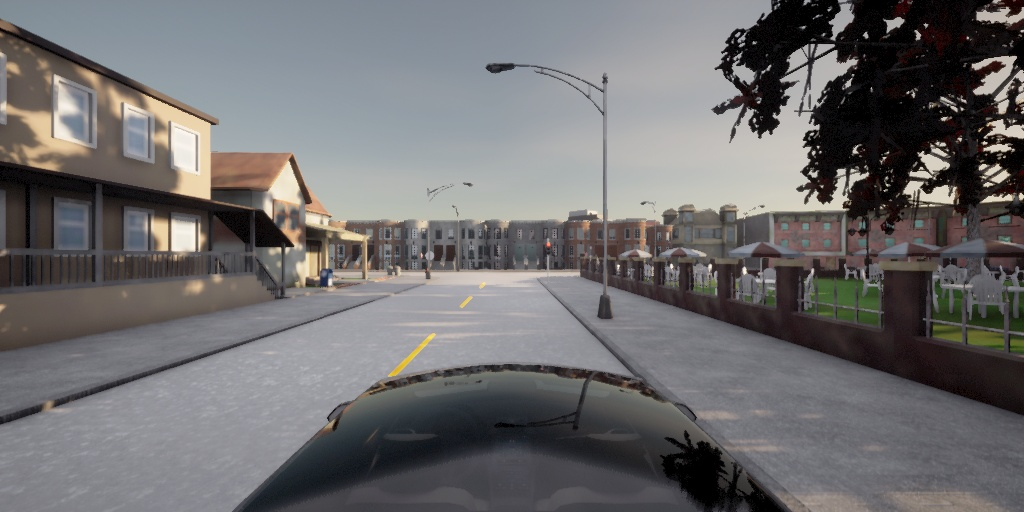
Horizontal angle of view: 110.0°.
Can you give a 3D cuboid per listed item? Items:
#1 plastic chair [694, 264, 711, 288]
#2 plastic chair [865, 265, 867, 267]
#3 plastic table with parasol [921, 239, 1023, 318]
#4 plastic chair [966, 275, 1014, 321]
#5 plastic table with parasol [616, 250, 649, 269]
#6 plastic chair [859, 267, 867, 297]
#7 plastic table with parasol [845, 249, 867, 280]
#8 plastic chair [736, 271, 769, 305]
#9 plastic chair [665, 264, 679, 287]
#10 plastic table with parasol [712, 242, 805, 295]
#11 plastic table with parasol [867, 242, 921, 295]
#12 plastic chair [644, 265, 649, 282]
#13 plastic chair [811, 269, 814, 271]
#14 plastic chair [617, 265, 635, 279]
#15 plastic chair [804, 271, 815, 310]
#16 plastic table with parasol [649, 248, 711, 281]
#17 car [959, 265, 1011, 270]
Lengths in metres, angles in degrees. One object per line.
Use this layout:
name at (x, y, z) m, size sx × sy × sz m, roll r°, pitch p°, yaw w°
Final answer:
plastic chair at (11.416, 1.300, 21.831) m, size 0.750 × 1.272 × 0.730 m, roll 0°, pitch 0°, yaw -40°
plastic chair at (27.250, 1.265, 27.157) m, size 0.730 × 1.272 × 0.750 m, roll 0°, pitch 0°, yaw -32°
plastic table with parasol at (15.292, 0.692, 11.649) m, size 2.482 × 2.480 × 2.482 m, roll 0°, pitch 0°, yaw -40°
plastic chair at (14.318, 1.304, 10.747) m, size 0.730 × 1.272 × 0.750 m, roll 0°, pitch 0°, yaw -35°
plastic table with parasol at (9.683, 0.733, 28.060) m, size 2.482 × 2.480 × 2.482 m, roll 0°, pitch 0°, yaw -40°
plastic chair at (17.189, 1.293, 17.077) m, size 0.750 × 1.272 × 0.730 m, roll 0°, pitch 0°, yaw -41°
plastic table with parasol at (28.263, 0.628, 28.103) m, size 2.482 × 2.480 × 2.482 m, roll 0°, pitch 0°, yaw -38°
plastic chair at (8.999, 1.313, 13.488) m, size 0.730 × 1.272 × 0.750 m, roll 0°, pitch 0°, yaw -35°
plastic chair at (9.710, 1.306, 21.928) m, size 0.730 × 1.272 × 0.750 m, roll 0°, pitch 0°, yaw -35°
plastic table with parasol at (9.972, 0.682, 14.388) m, size 2.482 × 2.480 × 2.482 m, roll 0°, pitch 0°, yaw -40°
plastic table with parasol at (17.938, 0.618, 16.069) m, size 2.482 × 2.480 × 2.482 m, roll 0°, pitch 0°, yaw -39°
plastic chair at (10.416, 1.336, 27.061) m, size 0.750 × 1.272 × 0.730 m, roll 0°, pitch 0°, yaw -40°
plastic chair at (15.426, 1.292, 18.881) m, size 0.750 × 1.272 × 0.730 m, roll 0°, pitch 0°, yaw -40°
plastic chair at (8.710, 1.337, 27.158) m, size 0.730 × 1.272 × 0.750 m, roll 0°, pitch 0°, yaw -35°
plastic chair at (10.705, 1.308, 13.391) m, size 0.750 × 1.272 × 0.730 m, roll 0°, pitch 0°, yaw -40°
plastic table with parasol at (10.683, 0.702, 22.830) m, size 2.482 × 2.480 × 2.482 m, roll 0°, pitch 0°, yaw -40°
car at (47.738, 1.364, 37.239) m, size 1.895 × 1.301 × 4.718 m, roll 0°, pitch 0°, yaw -32°
